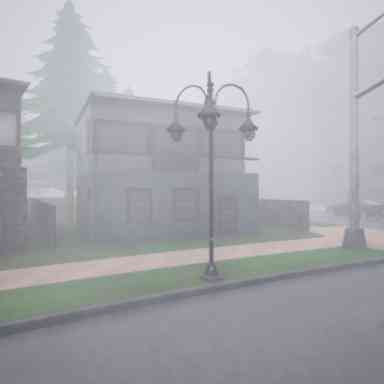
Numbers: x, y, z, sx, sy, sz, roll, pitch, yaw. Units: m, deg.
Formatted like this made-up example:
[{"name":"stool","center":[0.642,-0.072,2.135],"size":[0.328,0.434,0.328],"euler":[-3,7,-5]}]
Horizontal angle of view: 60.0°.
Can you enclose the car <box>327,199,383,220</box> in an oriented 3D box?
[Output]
[{"name":"car","center":[13.239,1.340,26.904],"size":[1.882,1.535,5.008],"euler":[0,0,-23]}]

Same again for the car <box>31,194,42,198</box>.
[{"name":"car","center":[-32.184,0.993,68.894],"size":[1.932,1.855,4.605],"euler":[0,0,-25]}]
